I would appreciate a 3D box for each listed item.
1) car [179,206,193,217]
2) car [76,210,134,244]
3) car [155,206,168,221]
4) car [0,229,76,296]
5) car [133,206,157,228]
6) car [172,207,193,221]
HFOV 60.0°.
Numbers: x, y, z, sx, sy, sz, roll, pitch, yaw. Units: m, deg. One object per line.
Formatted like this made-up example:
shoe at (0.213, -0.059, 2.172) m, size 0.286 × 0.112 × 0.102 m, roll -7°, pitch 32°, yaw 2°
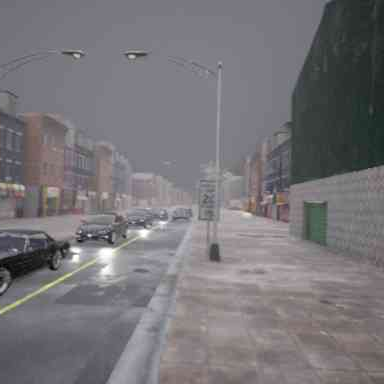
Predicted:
car at (-0.936, 3.014, 52.105) m, size 1.882 × 1.535 × 5.008 m, roll 2°, pitch -2°, yaw 2°
car at (-4.830, 1.916, 18.377) m, size 1.837 × 1.490 × 4.892 m, roll 2°, pitch -2°, yaw 2°
car at (-4.134, 2.414, 39.565) m, size 2.097 × 1.767 × 4.553 m, roll 2°, pitch -2°, yaw 2°
car at (-5.118, 1.730, 9.066) m, size 1.895 × 1.301 × 4.718 m, roll 2°, pitch -2°, yaw 2°
car at (-4.518, 2.223, 28.481) m, size 1.837 × 1.490 × 4.892 m, roll 2°, pitch -2°, yaw 2°
car at (-1.285, 2.700, 39.744) m, size 2.033 × 1.411 × 5.357 m, roll 2°, pitch -2°, yaw 2°
